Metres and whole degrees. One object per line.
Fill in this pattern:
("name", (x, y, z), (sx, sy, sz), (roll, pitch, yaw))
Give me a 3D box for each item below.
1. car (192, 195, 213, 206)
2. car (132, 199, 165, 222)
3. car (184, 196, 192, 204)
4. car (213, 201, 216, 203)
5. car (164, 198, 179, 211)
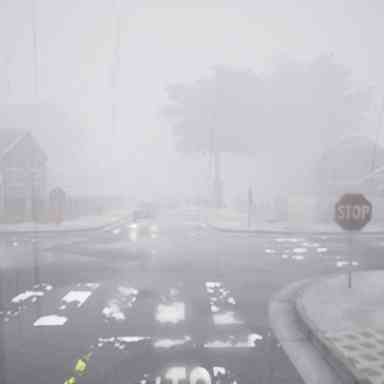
("car", (1.853, 1.366, 56.870), (2.097, 1.767, 4.553), (0, 0, 10))
("car", (-3.544, 1.487, 26.601), (1.837, 1.490, 4.892), (0, 0, 1))
("car", (-0.224, 1.529, 61.045), (1.837, 1.490, 4.892), (0, 0, 10))
("car", (3.704, 1.357, 66.615), (2.097, 1.767, 4.553), (1, 0, 13))
("car", (-2.842, 1.467, 41.656), (1.882, 1.535, 5.008), (0, 0, 5))
